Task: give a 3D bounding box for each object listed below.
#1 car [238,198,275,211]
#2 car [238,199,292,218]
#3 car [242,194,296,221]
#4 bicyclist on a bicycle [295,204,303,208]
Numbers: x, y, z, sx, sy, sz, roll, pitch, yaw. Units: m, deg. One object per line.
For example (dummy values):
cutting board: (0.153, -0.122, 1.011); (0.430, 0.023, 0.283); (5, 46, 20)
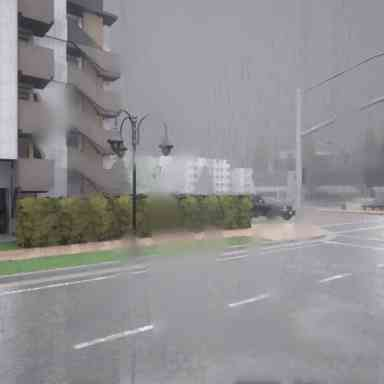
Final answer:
car: (8.017, 1.526, 41.992); (1.812, 1.442, 4.674); (0, 0, -34)
car: (6.845, 1.478, 31.621); (1.882, 1.535, 5.008); (0, 0, -37)
car: (5.740, 1.221, 27.303); (2.150, 2.045, 5.566); (0, 0, -38)
bicyclist on a bicycle: (13.385, 1.301, 41.654); (1.656, 1.620, 0.582); (0, 0, -39)
